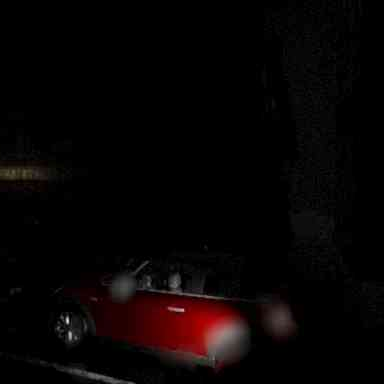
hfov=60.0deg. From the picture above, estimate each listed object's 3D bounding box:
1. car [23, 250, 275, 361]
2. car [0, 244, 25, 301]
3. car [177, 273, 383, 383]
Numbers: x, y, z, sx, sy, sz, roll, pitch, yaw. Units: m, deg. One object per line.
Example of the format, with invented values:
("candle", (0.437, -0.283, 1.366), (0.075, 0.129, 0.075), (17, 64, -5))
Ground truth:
("car", (-0.398, 1.691, 5.524), (4.097, 1.590, 1.967), (1, -3, 20))
("car", (-5.578, 1.698, 7.445), (4.403, 1.369, 2.008), (1, -3, 20))
("car", (2.400, 1.741, 2.392), (4.674, 1.442, 1.812), (1, -3, 20))
